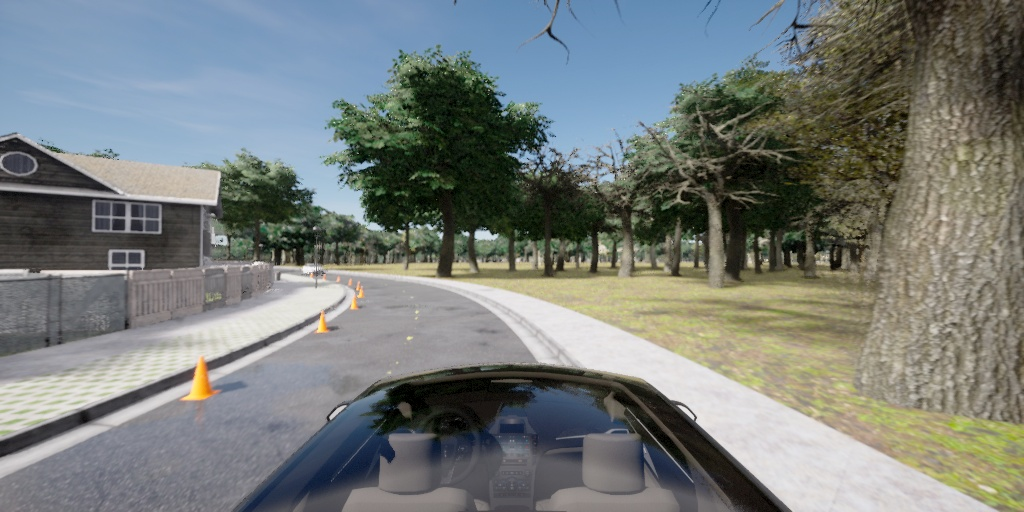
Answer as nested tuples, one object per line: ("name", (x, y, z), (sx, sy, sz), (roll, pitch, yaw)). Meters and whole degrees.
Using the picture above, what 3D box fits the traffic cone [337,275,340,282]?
("traffic cone", (-15.180, 2.001, 31.399), (0.340, 0.580, 0.340), (0, 0, -38))

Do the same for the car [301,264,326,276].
("car", (-25.102, 1.700, 45.367), (1.812, 1.442, 4.674), (1, -1, -44))

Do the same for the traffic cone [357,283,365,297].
("traffic cone", (-8.001, 1.893, 19.088), (0.340, 0.580, 0.340), (0, 0, -22))

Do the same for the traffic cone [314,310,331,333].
("traffic cone", (-5.267, 1.807, 9.973), (0.340, 0.580, 0.340), (0, 0, -11))

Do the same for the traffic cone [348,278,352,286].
("traffic cone", (-12.403, 1.968, 27.529), (0.340, 0.580, 0.340), (0, 0, -33))

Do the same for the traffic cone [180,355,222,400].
("traffic cone", (-4.556, 1.758, 5.262), (0.340, 0.580, 0.340), (0, 0, -6))

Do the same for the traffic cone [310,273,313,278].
("traffic cone", (-21.671, 2.067, 38.814), (0.340, 0.580, 0.340), (0, 0, -42))

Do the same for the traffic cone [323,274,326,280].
("traffic cone", (-18.345, 2.034, 35.080), (0.340, 0.580, 0.340), (0, 0, -42))

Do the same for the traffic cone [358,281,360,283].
("traffic cone", (-10.002, 1.931, 23.412), (0.340, 0.580, 0.340), (0, 0, -28))

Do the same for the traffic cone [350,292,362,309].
("traffic cone", (-6.418, 1.852, 14.595), (0.340, 0.580, 0.340), (0, 0, -17))
